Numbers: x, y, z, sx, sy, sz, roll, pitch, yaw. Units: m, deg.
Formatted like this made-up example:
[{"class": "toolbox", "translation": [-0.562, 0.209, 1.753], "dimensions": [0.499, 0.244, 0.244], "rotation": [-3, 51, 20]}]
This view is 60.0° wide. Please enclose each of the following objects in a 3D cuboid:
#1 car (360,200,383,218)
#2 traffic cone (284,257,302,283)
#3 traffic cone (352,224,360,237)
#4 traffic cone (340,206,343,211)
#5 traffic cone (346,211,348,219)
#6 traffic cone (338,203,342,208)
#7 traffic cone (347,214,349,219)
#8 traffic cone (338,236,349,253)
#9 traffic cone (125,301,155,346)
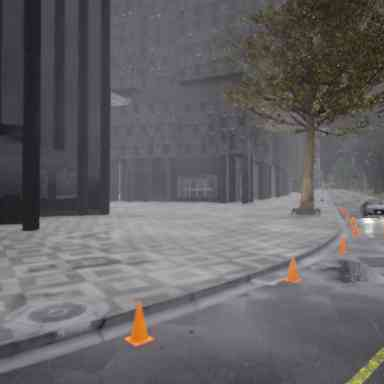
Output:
[{"class": "car", "translation": [14.795, 1.322, 26.867], "dimensions": [1.994, 1.385, 4.181], "rotation": [0, 0, 22]}, {"class": "traffic cone", "translation": [2.536, 1.922, 8.342], "dimensions": [0.340, 0.580, 0.340], "rotation": [-1, 0, 42]}, {"class": "traffic cone", "translation": [7.863, 1.836, 15.959], "dimensions": [0.340, 0.580, 0.340], "rotation": [0, 0, 28]}, {"class": "traffic cone", "translation": [13.501, 1.700, 29.550], "dimensions": [0.340, 0.580, 0.340], "rotation": [0, 1, 22]}, {"class": "traffic cone", "translation": [11.648, 1.749, 24.906], "dimensions": [0.340, 0.580, 0.340], "rotation": [0, 0, 22]}, {"class": "traffic cone", "translation": [15.353, 1.642, 34.194], "dimensions": [0.340, 0.580, 0.340], "rotation": [0, 1, 22]}, {"class": "traffic cone", "translation": [9.794, 1.794, 20.262], "dimensions": [0.340, 0.580, 0.340], "rotation": [0, 0, 22]}, {"class": "traffic cone", "translation": [5.441, 1.877, 11.982], "dimensions": [0.340, 0.580, 0.340], "rotation": [0, 0, 35]}, {"class": "traffic cone", "translation": [-0.802, 1.970, 5.096], "dimensions": [0.340, 0.580, 0.340], "rotation": [-1, 0, -41]}]
